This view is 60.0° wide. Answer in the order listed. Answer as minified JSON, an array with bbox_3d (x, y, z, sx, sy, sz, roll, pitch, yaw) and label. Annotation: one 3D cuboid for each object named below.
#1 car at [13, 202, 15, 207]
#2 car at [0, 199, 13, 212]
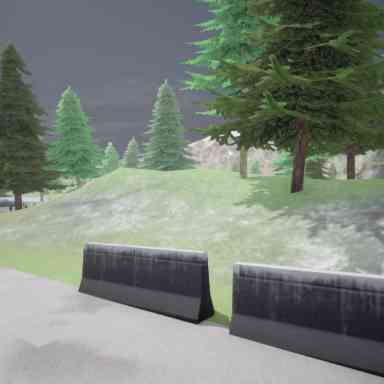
[{"bbox_3d":[-22.736,1.456,38.664,1.994,1.385,4.181,0,0,45],"label":"car"},{"bbox_3d":[-21.883,1.398,34.442,2.128,1.511,4.902,0,0,42],"label":"car"}]
